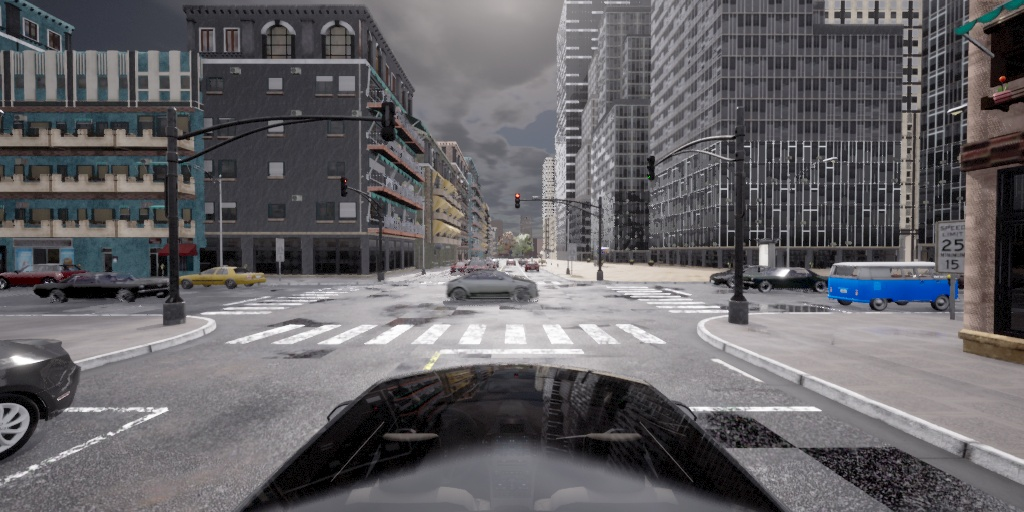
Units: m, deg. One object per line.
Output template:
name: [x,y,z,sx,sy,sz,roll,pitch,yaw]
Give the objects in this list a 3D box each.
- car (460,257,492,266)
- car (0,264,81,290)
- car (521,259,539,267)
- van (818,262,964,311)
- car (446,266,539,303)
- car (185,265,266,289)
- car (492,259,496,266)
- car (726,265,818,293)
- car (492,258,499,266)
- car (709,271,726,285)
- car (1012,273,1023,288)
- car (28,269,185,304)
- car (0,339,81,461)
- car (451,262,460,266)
car: [-3.163,1.097,32.497,2.097,1.767,4.553,0,0,-1]
car: [-28.837,1.189,22.046,4.097,1.591,1.967,0,0,0]
car: [2.530,1.289,45.945,1.888,1.381,4.507,0,0,0]
van: [14.657,1.117,13.864,3.998,1.789,1.690,0,0,0]
car: [-0.896,1.333,16.373,4.181,1.385,1.994,0,1,0]
car: [-17.939,1.246,22.096,4.829,1.417,1.751,0,0,0]
car: [-3.211,1.345,41.527,1.895,1.301,4.718,0,0,0]
car: [14.805,1.289,19.646,4.718,1.301,1.895,0,1,0]
car: [-3.237,1.345,51.590,1.895,1.301,4.718,0,0,0]
car: [14.619,1.215,22.244,4.313,1.339,1.948,0,0,0]
car: [24.593,1.218,19.686,5.357,1.411,2.033,0,1,0]
car: [-18.220,1.410,16.294,4.718,1.301,1.895,0,1,0]
car: [-5.690,1.300,2.149,2.007,1.370,4.403,0,0,0]
car: [-5.800,1.289,40.215,1.888,1.381,4.507,0,0,0]
